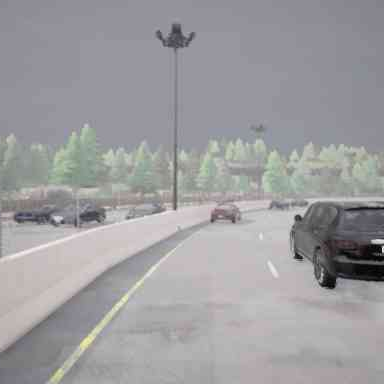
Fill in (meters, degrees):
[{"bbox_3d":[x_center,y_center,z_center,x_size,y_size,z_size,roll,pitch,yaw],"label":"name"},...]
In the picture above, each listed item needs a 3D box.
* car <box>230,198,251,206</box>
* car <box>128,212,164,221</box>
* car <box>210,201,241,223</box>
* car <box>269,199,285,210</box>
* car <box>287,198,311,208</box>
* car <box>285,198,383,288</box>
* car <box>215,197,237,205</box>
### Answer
[{"bbox_3d":[8.731,1.772,59.694,1.895,1.301,4.718,0,0,35],"label":"car"},{"bbox_3d":[-3.443,1.577,25.382,1.812,1.442,4.674,0,0,15],"label":"car"},{"bbox_3d":[2.692,1.598,26.116,1.812,1.442,4.674,0,0,16],"label":"car"},{"bbox_3d":[11.871,1.651,44.935,1.837,1.490,4.892,0,0,31],"label":"car"},{"bbox_3d":[17.444,1.732,54.019,2.033,1.411,5.357,0,0,36],"label":"car"},{"bbox_3d":[4.282,1.258,9.374,2.150,2.045,5.566,0,0,6],"label":"car"},{"bbox_3d":[6.443,1.648,62.519,1.882,1.535,5.008,0,0,35],"label":"car"}]
